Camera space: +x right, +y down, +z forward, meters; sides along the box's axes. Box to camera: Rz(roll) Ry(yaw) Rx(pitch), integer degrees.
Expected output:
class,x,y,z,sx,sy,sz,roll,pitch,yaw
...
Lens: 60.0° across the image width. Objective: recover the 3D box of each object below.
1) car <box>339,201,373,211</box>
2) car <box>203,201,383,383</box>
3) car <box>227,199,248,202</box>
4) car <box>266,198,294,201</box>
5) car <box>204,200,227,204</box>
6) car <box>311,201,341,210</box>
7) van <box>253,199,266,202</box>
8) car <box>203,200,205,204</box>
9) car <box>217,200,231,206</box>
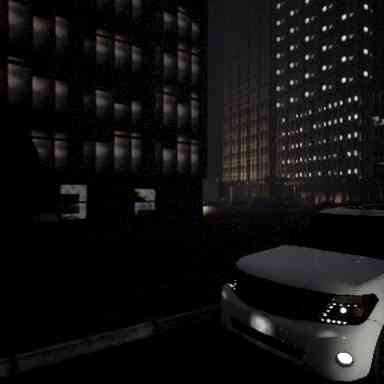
class,x,y,z,sx,sy,sz,roll,pitch,yaw
car,24.017,2.082,48.875,1.947,1.339,4.313,-1,-1,-24
car,3.087,1.227,5.503,5.566,2.045,2.150,0,0,-35
car,10.430,2.313,73.041,1.882,1.535,5.008,0,-1,-24
car,15.033,2.199,54.977,2.033,1.411,5.357,0,-1,-23
car,5.000,2.535,71.223,2.008,1.369,4.403,-1,-1,-24
car,21.747,2.182,54.021,1.947,1.339,4.313,-1,-1,-24
van,11.806,2.016,55.788,1.690,1.788,3.998,-1,-1,-24
car,2.798,2.611,76.214,1.752,1.417,4.829,-1,-1,-24
car,8.128,2.819,84.896,1.802,1.307,4.206,-1,-1,-24
